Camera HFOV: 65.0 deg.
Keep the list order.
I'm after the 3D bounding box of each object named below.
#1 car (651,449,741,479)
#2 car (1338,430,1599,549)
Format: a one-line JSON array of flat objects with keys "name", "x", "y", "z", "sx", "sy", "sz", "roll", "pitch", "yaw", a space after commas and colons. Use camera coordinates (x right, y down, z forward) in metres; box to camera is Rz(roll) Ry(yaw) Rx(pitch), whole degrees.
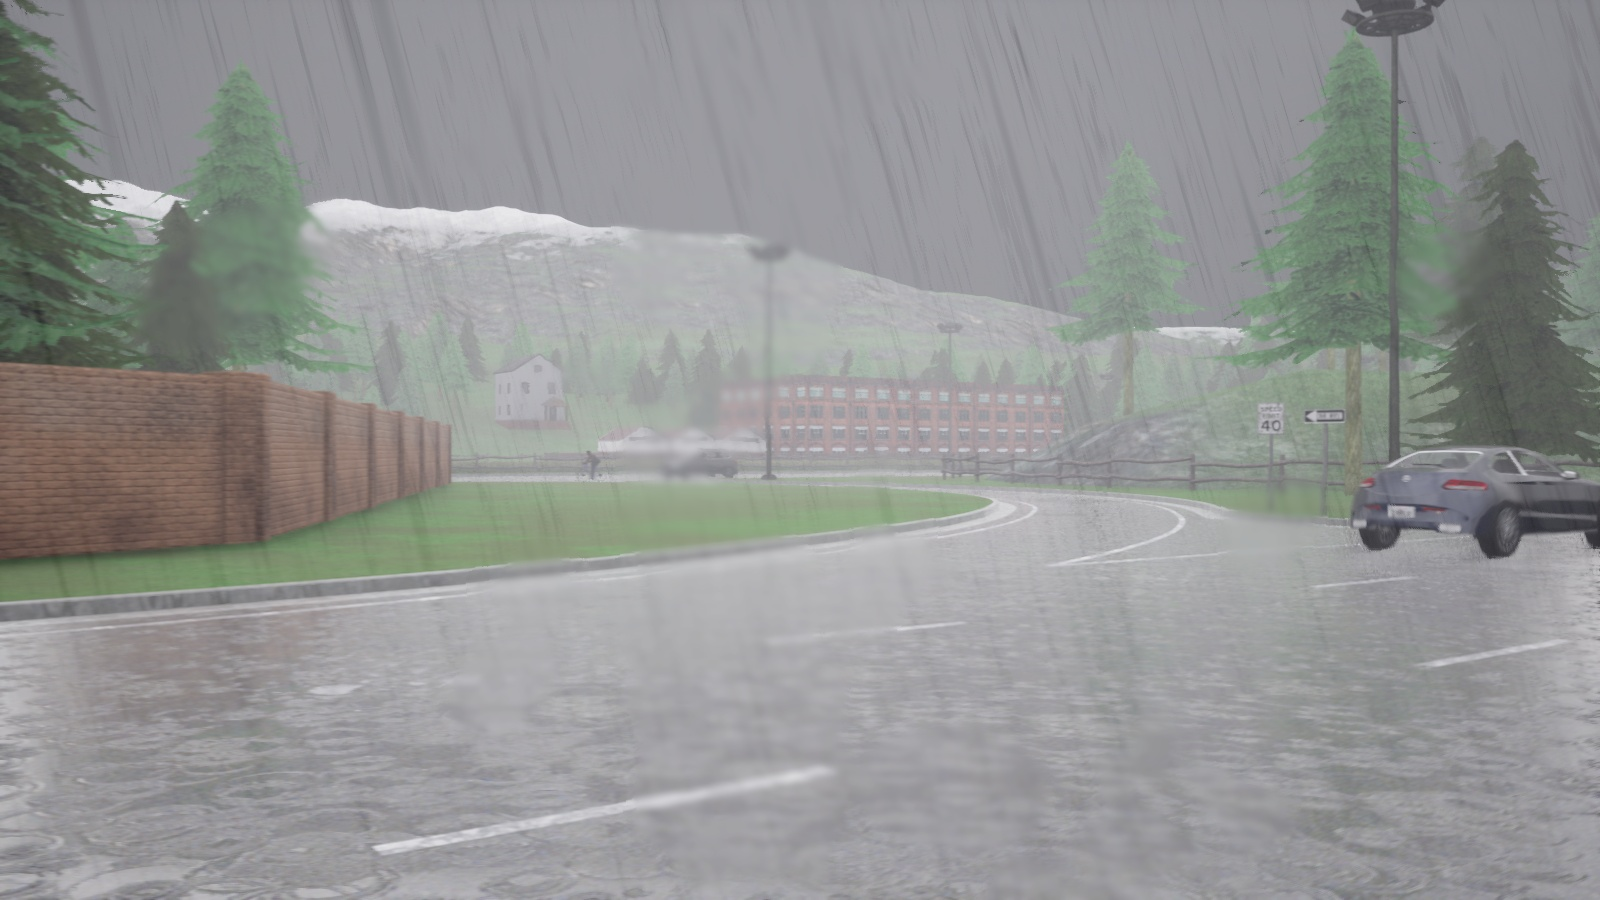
[{"name": "car", "x": -5.905, "y": 0.777, "z": 71.578, "sx": 4.611, "sy": 1.667, "sz": 2.242, "roll": 0, "pitch": 0, "yaw": -35}, {"name": "car", "x": 10.926, "y": 0.549, "z": 19.794, "sx": 5.027, "sy": 1.651, "sz": 2.152, "roll": 0, "pitch": 0, "yaw": -35}]
